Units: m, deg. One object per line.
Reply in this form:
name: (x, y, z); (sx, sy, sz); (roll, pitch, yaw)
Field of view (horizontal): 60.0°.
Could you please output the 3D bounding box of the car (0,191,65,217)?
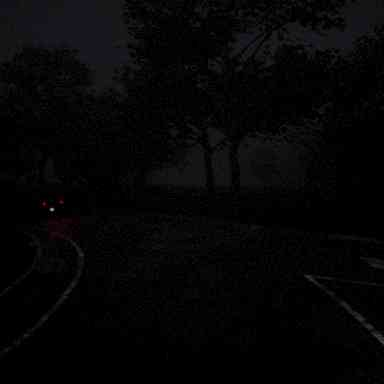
car: (-9.488, 0.588, 18.134); (4.718, 1.301, 1.895); (1, 3, 17)
